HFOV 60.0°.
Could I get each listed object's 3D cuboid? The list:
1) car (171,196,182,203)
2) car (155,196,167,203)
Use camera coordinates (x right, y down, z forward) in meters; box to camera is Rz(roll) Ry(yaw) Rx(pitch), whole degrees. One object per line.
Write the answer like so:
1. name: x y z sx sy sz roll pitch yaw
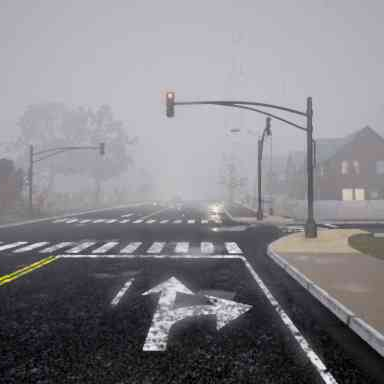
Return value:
1. car: -3.085 1.536 67.855 1.812 1.442 4.674 0 0 5
2. car: -6.319 1.497 68.173 1.882 1.535 5.008 0 0 5
